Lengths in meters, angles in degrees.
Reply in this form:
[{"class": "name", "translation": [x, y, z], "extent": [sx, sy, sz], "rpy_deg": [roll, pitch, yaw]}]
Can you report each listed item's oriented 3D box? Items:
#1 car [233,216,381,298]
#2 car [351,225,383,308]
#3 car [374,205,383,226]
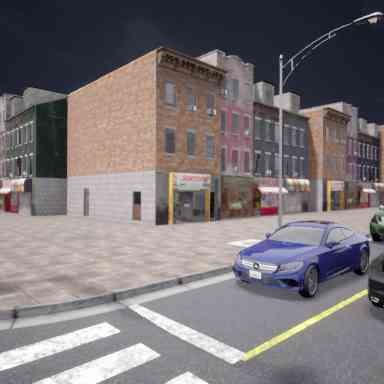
[{"class": "car", "translation": [3.061, 1.502, 8.677], "extent": [4.674, 1.442, 1.812], "rpy_deg": [0, 0, -43]}, {"class": "car", "translation": [5.248, 1.491, 6.813], "extent": [4.892, 1.490, 1.837], "rpy_deg": [0, 0, -43]}, {"class": "car", "translation": [10.188, 1.191, 15.269], "extent": [5.566, 2.045, 2.150], "rpy_deg": [0, 0, -42]}]
